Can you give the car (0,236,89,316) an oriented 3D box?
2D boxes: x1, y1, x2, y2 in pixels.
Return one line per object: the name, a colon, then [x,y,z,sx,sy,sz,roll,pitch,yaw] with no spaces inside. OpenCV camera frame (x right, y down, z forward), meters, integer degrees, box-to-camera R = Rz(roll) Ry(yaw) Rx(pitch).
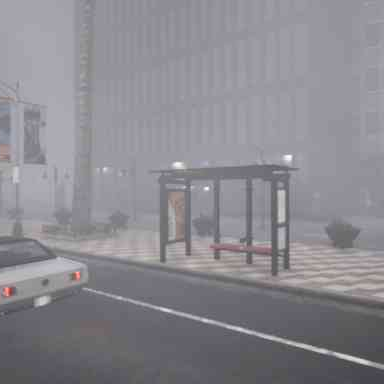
car: [-4.418,1.628,7.113,4.718,1.301,1.895,0,0,35]
